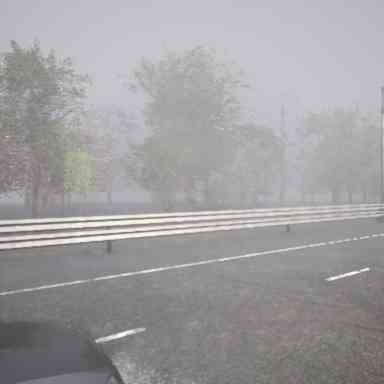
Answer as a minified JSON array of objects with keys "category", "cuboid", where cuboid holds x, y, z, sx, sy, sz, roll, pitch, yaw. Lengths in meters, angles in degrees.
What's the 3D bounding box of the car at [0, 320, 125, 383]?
[{"category":"car","cuboid":[-2.490,1.565,2.094,4.181,1.385,1.994,0,0,-36]}]
